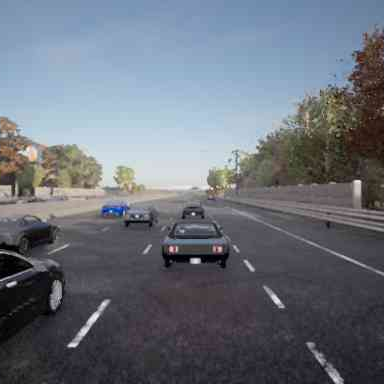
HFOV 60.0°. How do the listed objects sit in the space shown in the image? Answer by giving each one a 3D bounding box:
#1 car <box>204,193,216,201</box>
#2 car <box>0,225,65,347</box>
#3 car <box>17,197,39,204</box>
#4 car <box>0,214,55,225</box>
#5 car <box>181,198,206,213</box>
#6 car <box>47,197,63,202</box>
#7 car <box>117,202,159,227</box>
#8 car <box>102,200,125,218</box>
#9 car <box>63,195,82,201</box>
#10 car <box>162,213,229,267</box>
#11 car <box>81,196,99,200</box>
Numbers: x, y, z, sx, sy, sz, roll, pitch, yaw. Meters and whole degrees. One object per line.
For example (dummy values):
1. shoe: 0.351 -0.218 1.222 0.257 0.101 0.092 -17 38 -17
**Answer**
1. car: 3.501 1.098 65.210 2.150 2.045 5.566 0 0 0
2. car: -3.399 1.506 4.625 1.837 1.490 4.892 0 0 0
3. car: -28.027 1.538 57.019 2.128 1.511 4.902 0 0 1
4. car: -6.900 1.568 13.190 1.994 1.385 4.181 0 0 0
5. car: 0.100 1.522 29.199 1.837 1.490 4.892 0 0 0
6. car: -24.510 1.598 60.469 2.033 1.411 5.357 0 0 0
7. car: -3.398 1.559 23.064 2.033 1.411 5.357 0 0 0
8. car: -6.898 1.496 30.727 1.882 1.535 5.008 0 0 0
9. car: -21.023 1.403 60.543 2.097 1.767 4.553 0 0 0
10. car: 0.100 1.604 11.373 1.895 1.301 4.718 0 0 0
11. car: -17.526 1.612 59.081 1.994 1.385 4.181 0 0 1
